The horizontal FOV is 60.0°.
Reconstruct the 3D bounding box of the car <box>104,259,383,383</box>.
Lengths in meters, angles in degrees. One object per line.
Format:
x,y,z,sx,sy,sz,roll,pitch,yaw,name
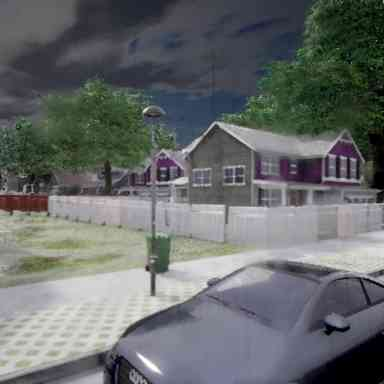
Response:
1.130,1.590,3.979,4.181,1.385,1.994,0,0,-36,car
